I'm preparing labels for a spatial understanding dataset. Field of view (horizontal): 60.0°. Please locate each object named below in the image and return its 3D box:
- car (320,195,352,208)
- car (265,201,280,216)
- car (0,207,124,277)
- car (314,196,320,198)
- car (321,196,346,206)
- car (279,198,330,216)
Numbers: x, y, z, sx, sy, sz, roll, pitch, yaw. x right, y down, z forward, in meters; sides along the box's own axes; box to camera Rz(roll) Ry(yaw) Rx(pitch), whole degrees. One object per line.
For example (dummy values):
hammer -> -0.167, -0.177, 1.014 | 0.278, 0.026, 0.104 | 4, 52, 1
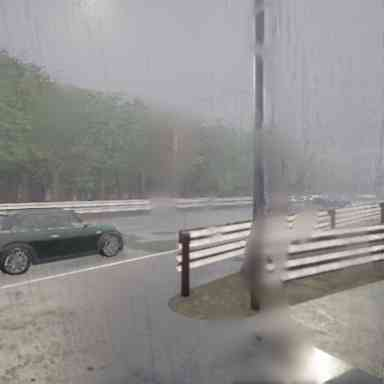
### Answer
car -> 18.431, 1.149, 41.783 | 2.097, 1.767, 4.553 | 0, 0, 44
car -> 7.903, 1.461, 30.343 | 1.895, 1.301, 4.718 | 0, 0, 42
car -> -4.361, 1.320, 10.588 | 2.097, 1.767, 4.553 | 0, 0, 39
car -> 18.173, 1.288, 46.365 | 1.837, 1.490, 4.892 | 1, 0, 40
car -> 21.235, 1.323, 49.865 | 1.994, 1.385, 4.181 | 0, 0, 45
car -> 9.049, 1.446, 26.510 | 1.994, 1.385, 4.181 | 0, 0, 41
